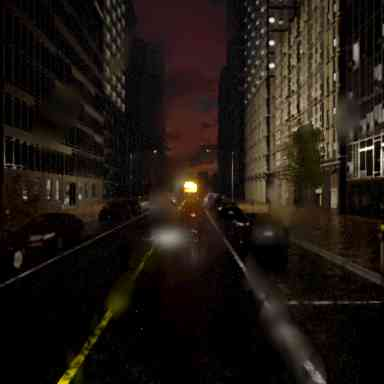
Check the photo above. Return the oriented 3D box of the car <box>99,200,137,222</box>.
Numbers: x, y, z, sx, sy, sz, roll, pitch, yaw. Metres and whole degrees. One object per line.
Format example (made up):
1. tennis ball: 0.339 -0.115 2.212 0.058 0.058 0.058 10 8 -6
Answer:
1. car: -5.690 1.421 25.075 1.887 1.381 4.507 0 0 0

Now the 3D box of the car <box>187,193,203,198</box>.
1. car: 0.097 1.296 41.391 1.837 1.490 4.892 0 1 0

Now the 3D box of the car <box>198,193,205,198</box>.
1. car: 2.686 0.998 93.542 1.752 1.417 4.829 0 0 0

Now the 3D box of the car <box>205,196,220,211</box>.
1. car: 2.690 1.382 36.452 1.947 1.339 4.313 0 0 0

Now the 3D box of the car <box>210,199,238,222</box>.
1. car: 2.690 1.442 25.067 1.947 1.339 4.313 0 0 0

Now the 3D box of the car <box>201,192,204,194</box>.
1. car: 2.690 1.193 47.836 1.967 1.590 4.097 0 0 0

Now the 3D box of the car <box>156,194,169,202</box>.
1. car: -5.693 1.203 64.924 2.008 1.369 4.403 0 0 0

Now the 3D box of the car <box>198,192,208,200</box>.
1. car: 2.688 0.862 81.988 2.192 1.841 5.009 0 0 0

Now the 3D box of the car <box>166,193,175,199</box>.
1. car: -5.694 1.061 87.692 2.008 1.369 4.403 0 0 0

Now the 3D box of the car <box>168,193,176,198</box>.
1. car: -5.694 1.039 93.385 1.947 1.339 4.313 0 0 0

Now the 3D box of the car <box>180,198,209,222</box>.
1. car: 0.097 1.403 24.930 1.812 1.442 4.674 0 0 0

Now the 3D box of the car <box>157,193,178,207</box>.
1. car: -3.089 1.120 45.156 2.097 1.767 4.553 0 0 0

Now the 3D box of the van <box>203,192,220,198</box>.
1. van: 2.690 1.126 42.144 1.690 1.788 3.998 0 0 0

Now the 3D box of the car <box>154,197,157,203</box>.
1. car: -5.692 1.213 59.060 1.752 1.417 4.829 0 0 0

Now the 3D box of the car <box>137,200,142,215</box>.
1. car: -5.691 1.413 30.768 1.947 1.339 4.313 0 0 0

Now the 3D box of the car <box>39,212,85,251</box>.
1. car: -5.690 1.516 13.691 1.802 1.307 4.206 0 0 0

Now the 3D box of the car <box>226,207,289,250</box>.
1. car: 2.691 1.500 13.683 1.947 1.339 4.313 0 0 0

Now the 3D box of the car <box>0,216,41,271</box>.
1. car: -5.689 1.506 7.997 1.887 1.381 4.507 0 0 0
